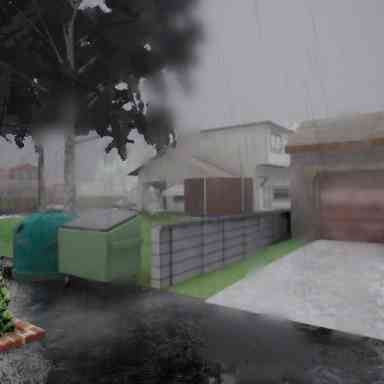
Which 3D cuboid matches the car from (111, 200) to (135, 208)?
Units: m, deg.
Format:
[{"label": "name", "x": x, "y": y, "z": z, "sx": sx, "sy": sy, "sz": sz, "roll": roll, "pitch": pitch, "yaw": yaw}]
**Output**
[{"label": "car", "x": -11.643, "y": 1.998, "z": 56.378, "sx": 1.994, "sy": 1.385, "sz": 4.181, "roll": -1, "pitch": 0, "yaw": 36}]
